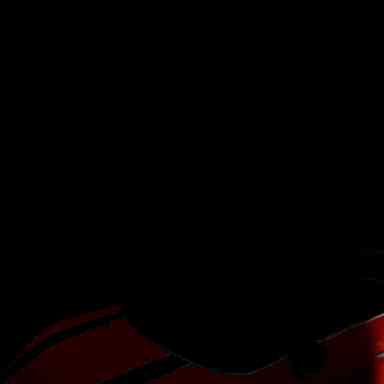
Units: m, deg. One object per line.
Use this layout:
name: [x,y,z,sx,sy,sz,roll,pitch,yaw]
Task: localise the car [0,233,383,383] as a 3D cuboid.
car: [0.553,1.376,3.232,4.553,1.767,2.097,1,0,-35]
